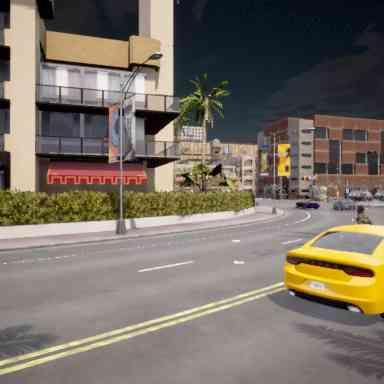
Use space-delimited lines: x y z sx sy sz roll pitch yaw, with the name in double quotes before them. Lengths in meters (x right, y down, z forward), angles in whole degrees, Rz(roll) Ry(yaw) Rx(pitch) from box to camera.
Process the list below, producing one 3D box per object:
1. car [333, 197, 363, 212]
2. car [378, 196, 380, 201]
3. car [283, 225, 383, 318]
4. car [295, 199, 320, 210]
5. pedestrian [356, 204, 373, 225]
"car" 17.875 1.564 38.515 1.994 1.385 4.181 0 0 7
"car" 44.866 1.405 76.308 1.816 1.474 4.193 0 0 -17
"car" 4.047 1.478 7.428 5.008 1.535 1.882 0 0 -41
"car" 14.777 1.601 42.597 1.895 1.301 4.718 0 0 2
"pedestrian" 5.333 1.294 10.371 0.375 1.860 0.375 0 0 -44
